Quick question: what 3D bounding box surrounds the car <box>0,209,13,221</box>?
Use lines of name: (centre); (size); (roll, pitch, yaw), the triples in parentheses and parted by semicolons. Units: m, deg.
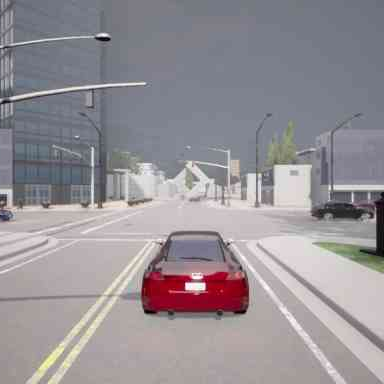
car: (-16.564, 1.635, 26.040); (4.674, 1.442, 1.812); (-1, 0, 0)

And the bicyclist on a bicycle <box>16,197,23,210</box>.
bicyclist on a bicycle: (-22.017, 1.466, 42.488); (0.582, 1.620, 1.656); (-1, 0, 0)

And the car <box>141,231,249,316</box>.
car: (0.067, 1.564, 7.616); (1.994, 1.385, 4.181); (0, 0, 0)

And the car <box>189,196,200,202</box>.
car: (0.661, 1.595, 76.958); (1.895, 1.301, 4.718); (0, 0, 12)

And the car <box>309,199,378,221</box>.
car: (11.814, 1.496, 26.294); (4.892, 1.490, 1.837); (0, 0, 0)

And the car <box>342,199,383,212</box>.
car: (19.833, 1.502, 37.071); (5.357, 1.411, 2.033); (0, 0, -1)
